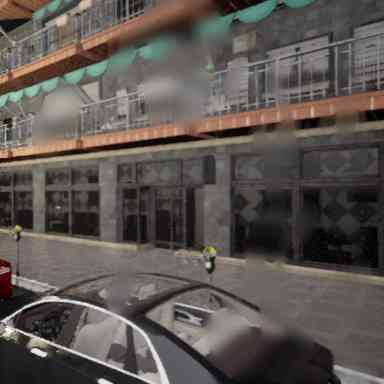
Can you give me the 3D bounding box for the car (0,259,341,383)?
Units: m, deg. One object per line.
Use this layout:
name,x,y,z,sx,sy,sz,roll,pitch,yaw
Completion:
car,-0.825,1.557,3.465,4.403,1.369,2.008,0,0,36
